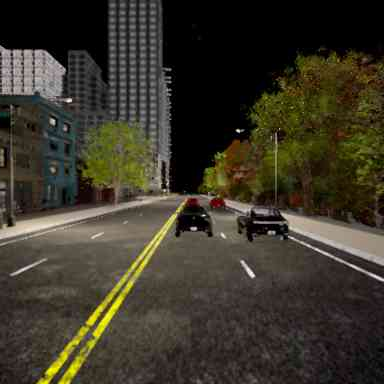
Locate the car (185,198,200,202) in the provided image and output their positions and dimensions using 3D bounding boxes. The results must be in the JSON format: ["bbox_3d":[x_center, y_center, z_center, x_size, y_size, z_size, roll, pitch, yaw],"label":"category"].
[{"bbox_3d":[0.078,1.523,44.208,1.812,1.442,4.674,0,0,0],"label":"car"}]

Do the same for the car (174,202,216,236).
[{"bbox_3d":[0.091,1.504,18.330,1.837,1.490,4.892,0,0,0],"label":"car"}]

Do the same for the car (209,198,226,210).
[{"bbox_3d":[3.329,1.475,43.971,1.882,1.535,5.008,0,0,0],"label":"car"}]

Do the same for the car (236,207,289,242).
[{"bbox_3d":[3.342,1.491,16.389,2.128,1.511,4.902,0,0,0],"label":"car"}]
